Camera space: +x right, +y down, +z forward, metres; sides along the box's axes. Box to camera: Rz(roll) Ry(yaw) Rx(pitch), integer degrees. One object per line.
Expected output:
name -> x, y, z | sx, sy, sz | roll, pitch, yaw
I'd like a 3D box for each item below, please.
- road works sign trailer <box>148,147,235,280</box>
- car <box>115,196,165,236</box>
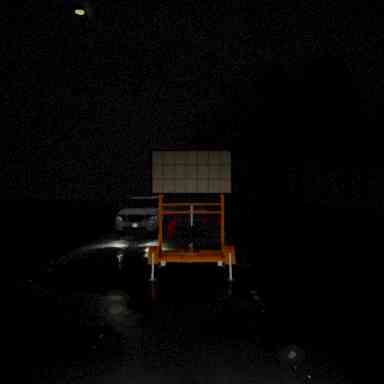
road works sign trailer -> -0.009, 0.471, 9.892 | 2.380, 3.560, 2.880 | 0, 0, 0
car -> -2.731, 1.239, 18.696 | 2.150, 2.045, 5.566 | 0, 0, 0
